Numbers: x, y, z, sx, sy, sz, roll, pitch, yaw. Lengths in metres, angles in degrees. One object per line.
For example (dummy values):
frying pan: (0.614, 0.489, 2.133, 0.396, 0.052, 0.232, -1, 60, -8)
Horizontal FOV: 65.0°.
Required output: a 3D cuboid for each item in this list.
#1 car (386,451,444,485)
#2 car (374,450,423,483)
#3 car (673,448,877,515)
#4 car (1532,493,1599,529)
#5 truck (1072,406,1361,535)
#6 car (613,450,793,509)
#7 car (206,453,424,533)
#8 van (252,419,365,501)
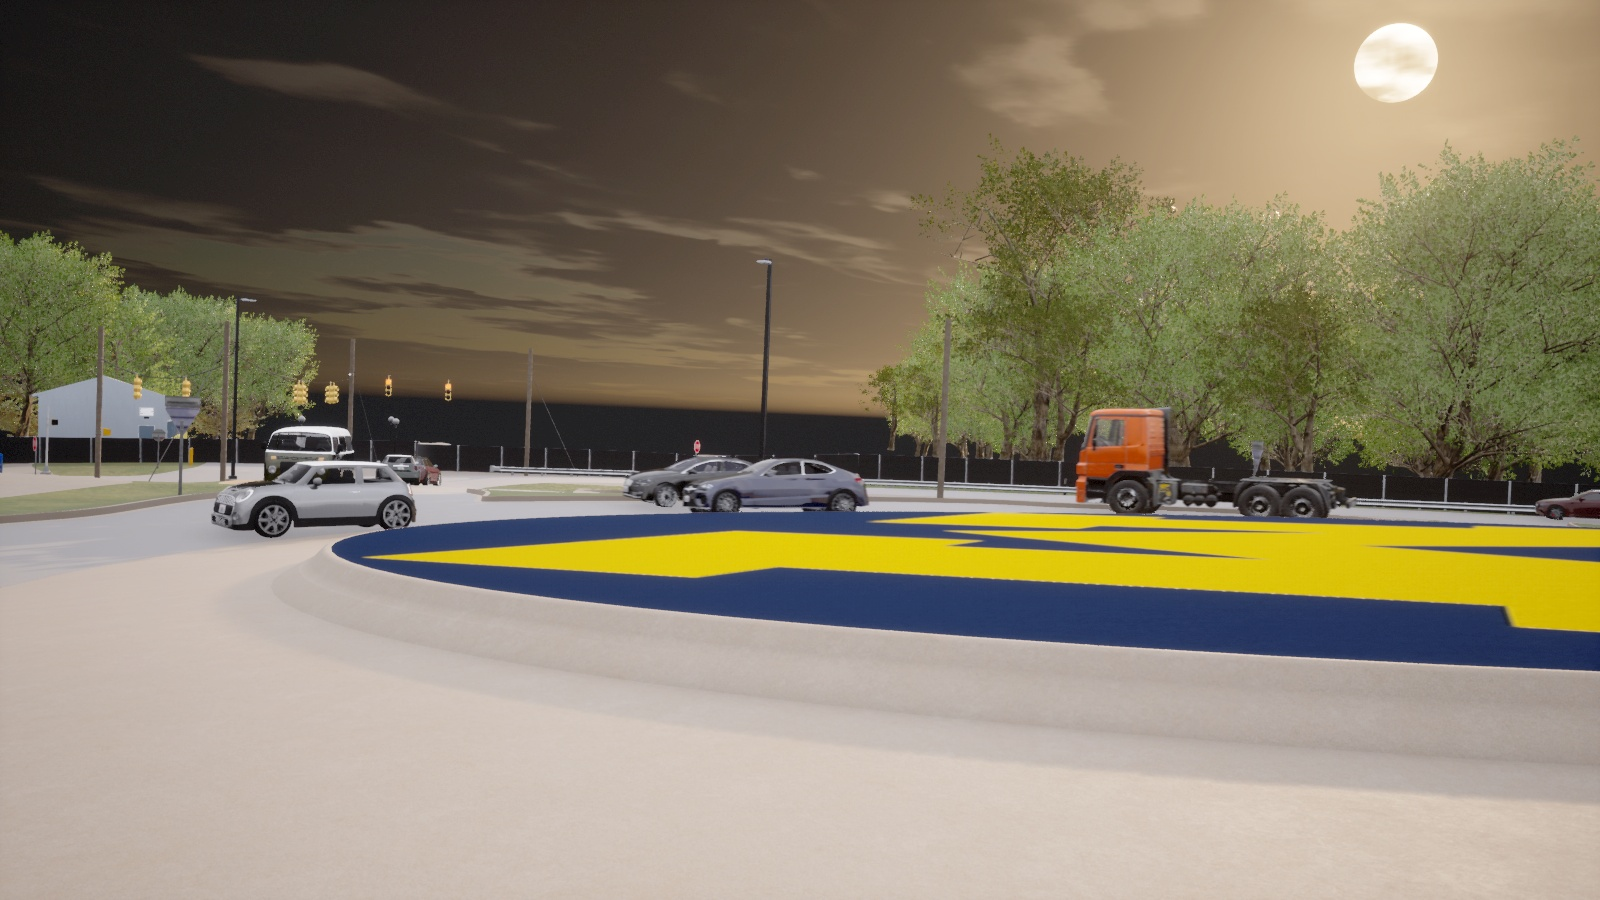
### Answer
car: (-21.364, 1.012, 69.834, 2.097, 1.767, 4.553, 3, -1, -5)
car: (-19.594, 0.793, 61.197, 1.970, 1.475, 3.806, 2, -1, -22)
car: (-0.664, 0.879, 33.795, 5.027, 1.651, 2.152, 2, -2, -23)
car: (36.404, 2.836, 57.673, 4.674, 1.442, 1.812, 2, 1, 27)
truck: (12.736, 0.510, 38.588, 7.936, 3.462, 2.891, 3, 2, 28)
car: (-2.917, 0.883, 37.873, 4.902, 1.511, 2.128, 2, 2, -24)
car: (-10.112, 0.856, 26.276, 3.806, 1.475, 1.970, 1, 2, -40)
van: (-13.514, 0.253, 34.792, 2.069, 2.038, 4.480, 3, 0, -11)
